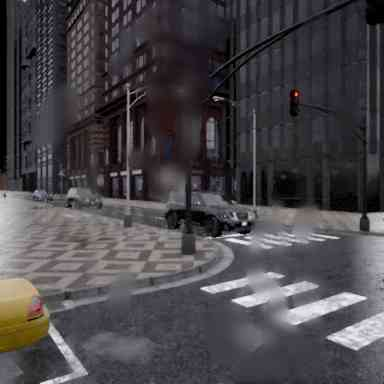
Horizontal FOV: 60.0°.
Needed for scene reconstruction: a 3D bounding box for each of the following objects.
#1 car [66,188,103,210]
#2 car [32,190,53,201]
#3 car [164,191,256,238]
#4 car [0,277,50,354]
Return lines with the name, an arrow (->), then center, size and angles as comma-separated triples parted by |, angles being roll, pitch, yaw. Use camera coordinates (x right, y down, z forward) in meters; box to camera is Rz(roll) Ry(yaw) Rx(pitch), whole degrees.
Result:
car -> -10.660, 0.626, 32.647 | 2.150, 2.045, 5.566 | 0, 1, -36
car -> -21.716, 0.483, 48.229 | 2.097, 1.767, 4.553 | 0, 1, -36
car -> 0.699, 0.986, 16.803 | 2.150, 2.045, 5.566 | 0, 1, -36
car -> -4.223, 1.526, 3.643 | 4.829, 1.417, 1.752 | 0, 0, -35
